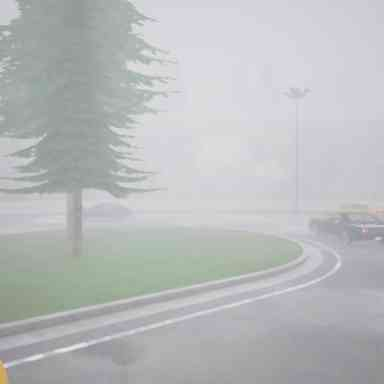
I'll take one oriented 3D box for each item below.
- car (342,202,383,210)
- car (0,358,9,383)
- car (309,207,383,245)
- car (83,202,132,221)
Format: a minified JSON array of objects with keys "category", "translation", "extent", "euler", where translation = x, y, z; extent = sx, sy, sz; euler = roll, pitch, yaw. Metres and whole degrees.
[{"category":"car","translation":[11.371,1.433,22.862],"extent":[1.882,1.535,5.008],"euler":[1,0,-30]},{"category":"car","translation":[-3.485,1.481,1.219],"extent":[5.008,1.535,1.882],"euler":[-1,0,-36]},{"category":"car","translation":[7.234,1.571,15.481],"extent":[1.895,1.301,4.718],"euler":[0,0,-5]},{"category":"car","translation":[-7.069,1.503,26.182],"extent":[4.674,1.442,1.812],"euler":[0,-1,-17]}]
